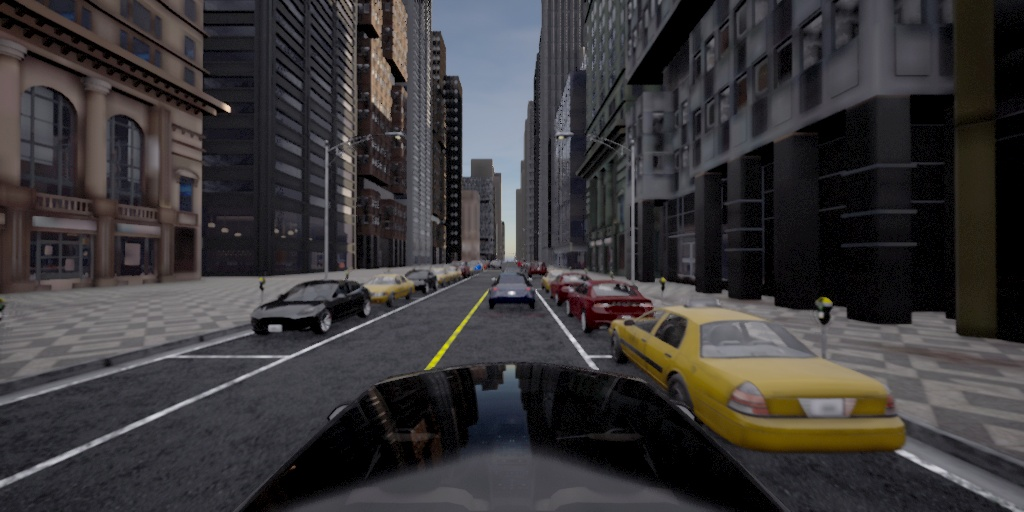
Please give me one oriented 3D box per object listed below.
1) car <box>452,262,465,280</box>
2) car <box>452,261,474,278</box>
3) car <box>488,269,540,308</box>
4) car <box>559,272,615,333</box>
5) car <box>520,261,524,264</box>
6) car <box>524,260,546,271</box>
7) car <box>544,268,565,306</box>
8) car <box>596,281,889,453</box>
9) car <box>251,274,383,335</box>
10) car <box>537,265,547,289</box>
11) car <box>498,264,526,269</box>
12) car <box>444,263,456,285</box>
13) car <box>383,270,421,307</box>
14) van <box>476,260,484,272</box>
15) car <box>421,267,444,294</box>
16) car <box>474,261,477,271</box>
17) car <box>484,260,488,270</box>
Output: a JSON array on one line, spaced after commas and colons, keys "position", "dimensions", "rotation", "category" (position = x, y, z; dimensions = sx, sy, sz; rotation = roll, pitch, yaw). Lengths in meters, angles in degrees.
[{"position": [-5.769, 1.585, 33.295], "dimensions": [1.751, 1.417, 4.829], "rotation": [0, 0, 0], "category": "car"}, {"position": [-5.771, 1.430, 39.106], "dimensions": [2.192, 1.841, 5.009], "rotation": [0, 0, 0], "category": "car"}, {"position": [0.000, 1.453, 16.164], "dimensions": [1.994, 1.385, 4.181], "rotation": [0, -1, 0], "category": "car"}, {"position": [2.760, 1.383, 10.913], "dimensions": [1.888, 1.381, 4.507], "rotation": [0, 0, 0], "category": "car"}, {"position": [2.751, 1.840, 56.035], "dimensions": [2.007, 1.370, 4.403], "rotation": [0, 0, 0], "category": "car"}, {"position": [2.755, 1.430, 39.114], "dimensions": [2.192, 1.841, 5.009], "rotation": [0, 0, 0], "category": "car"}, {"position": [2.759, 1.437, 16.554], "dimensions": [1.888, 1.381, 4.507], "rotation": [0, 0, 0], "category": "car"}, {"position": [2.761, 1.309, 5.443], "dimensions": [1.751, 1.417, 4.829], "rotation": [0, 0, 0], "category": "car"}, {"position": [-5.765, 1.403, 10.904], "dimensions": [1.948, 1.339, 4.313], "rotation": [0, 0, 0], "category": "car"}, {"position": [2.758, 1.473, 22.364], "dimensions": [1.751, 1.417, 4.829], "rotation": [0, 0, 0], "category": "car"}, {"position": [-0.005, 1.635, 30.960], "dimensions": [1.895, 1.301, 4.718], "rotation": [0, -1, 0], "category": "car"}, {"position": [-5.768, 1.529, 27.655], "dimensions": [1.751, 1.417, 4.829], "rotation": [0, 0, 0], "category": "car"}, {"position": [-5.766, 1.418, 16.374], "dimensions": [1.751, 1.417, 4.829], "rotation": [0, 0, 0], "category": "car"}, {"position": [-5.774, 1.630, 56.027], "dimensions": [1.690, 1.789, 3.998], "rotation": [0, 0, 0], "category": "van"}, {"position": [-5.767, 1.513, 22.184], "dimensions": [1.948, 1.339, 4.313], "rotation": [0, 0, 0], "category": "car"}, {"position": [-5.772, 1.698, 44.576], "dimensions": [1.751, 1.417, 4.829], "rotation": [0, 0, 0], "category": "car"}, {"position": [-5.775, 1.900, 61.667], "dimensions": [2.007, 1.370, 4.403], "rotation": [0, 0, 0], "category": "car"}]
